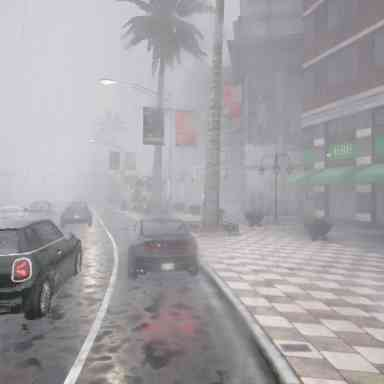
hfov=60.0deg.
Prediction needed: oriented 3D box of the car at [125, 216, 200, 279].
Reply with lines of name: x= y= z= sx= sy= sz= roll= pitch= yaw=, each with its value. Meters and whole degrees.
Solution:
car: x=-1.037 y=1.503 z=10.202 sx=1.837 sy=1.490 sz=4.892 roll=0 pitch=0 yaw=-11

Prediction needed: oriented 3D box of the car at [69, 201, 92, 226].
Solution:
car: x=-7.999 y=1.556 z=23.164 sx=1.994 sy=1.385 sz=4.181 roll=0 pitch=0 yaw=-18

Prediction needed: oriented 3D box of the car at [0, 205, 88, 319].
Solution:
car: x=-3.855 y=1.348 z=7.375 sx=2.097 sy=1.767 sz=4.553 roll=0 pitch=0 yaw=-8

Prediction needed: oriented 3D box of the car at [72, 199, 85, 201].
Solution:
car: x=-12.373 y=1.494 z=36.367 sx=1.837 sy=1.490 sz=4.892 roll=0 pitch=0 yaw=-18

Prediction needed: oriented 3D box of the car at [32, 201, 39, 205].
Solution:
car: x=-10.572 y=1.516 z=19.747 sx=1.812 sy=1.442 sz=4.674 roll=0 pitch=0 yaw=-18

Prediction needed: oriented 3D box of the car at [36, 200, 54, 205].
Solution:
car: x=-15.108 y=1.534 z=33.473 sx=2.033 sy=1.411 sz=5.357 roll=0 pitch=0 yaw=-18
